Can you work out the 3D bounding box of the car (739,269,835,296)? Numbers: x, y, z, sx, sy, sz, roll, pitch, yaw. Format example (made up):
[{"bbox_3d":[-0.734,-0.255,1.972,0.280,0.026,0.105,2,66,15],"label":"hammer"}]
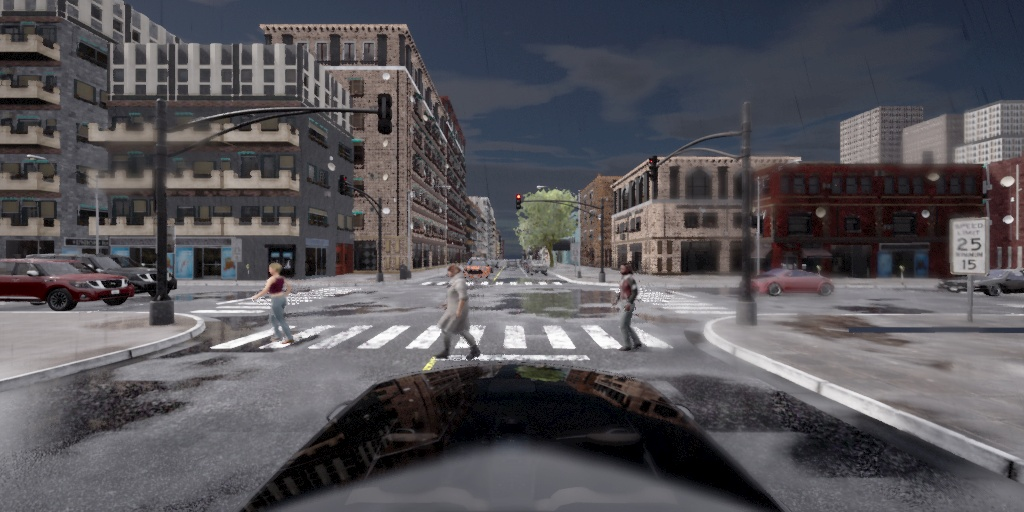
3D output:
[{"bbox_3d":[14.720,1.387,19.335,4.181,1.385,1.994,0,0,0],"label":"car"}]

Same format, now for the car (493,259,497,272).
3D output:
[{"bbox_3d":[-3.092,1.293,42.880,1.837,1.490,4.892,0,0,0],"label":"car"}]

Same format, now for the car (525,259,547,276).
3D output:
[{"bbox_3d":[2.693,1.330,37.038,2.007,1.370,4.403,0,0,0],"label":"car"}]

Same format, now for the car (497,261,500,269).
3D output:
[{"bbox_3d":[-3.077,1.319,57.690,1.837,1.490,4.892,0,0,0],"label":"car"}]

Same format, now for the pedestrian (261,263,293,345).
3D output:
[{"bbox_3d":[-5.301,1.044,8.097,0.375,1.860,0.375,0,0,0],"label":"pedestrian"}]

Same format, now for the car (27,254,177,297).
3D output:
[{"bbox_3d":[-18.309,0.917,15.901,5.566,2.045,2.150,0,0,0],"label":"car"}]

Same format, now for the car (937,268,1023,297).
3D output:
[{"bbox_3d":[26.592,1.423,19.419,5.357,1.411,2.033,0,0,0],"label":"car"}]

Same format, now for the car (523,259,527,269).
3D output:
[{"bbox_3d":[2.694,1.228,42.735,1.967,1.591,4.097,0,0,0],"label":"car"}]

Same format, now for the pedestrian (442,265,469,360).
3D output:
[{"bbox_3d":[-1.080,1.044,6.894,0.375,1.860,0.375,0,0,0],"label":"pedestrian"}]

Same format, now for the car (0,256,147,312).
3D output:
[{"bbox_3d":[-17.276,1.013,13.321,5.009,1.841,2.192,0,0,0],"label":"car"}]

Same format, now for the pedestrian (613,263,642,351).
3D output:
[{"bbox_3d":[2.415,1.044,7.495,0.375,1.860,0.375,0,0,0],"label":"pedestrian"}]

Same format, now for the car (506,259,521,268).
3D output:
[{"bbox_3d":[0.005,1.319,63.395,2.128,1.511,4.902,0,0,0],"label":"car"}]

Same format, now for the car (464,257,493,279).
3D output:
[{"bbox_3d":[-3.092,1.124,32.487,2.097,1.767,4.553,0,0,0],"label":"car"}]
